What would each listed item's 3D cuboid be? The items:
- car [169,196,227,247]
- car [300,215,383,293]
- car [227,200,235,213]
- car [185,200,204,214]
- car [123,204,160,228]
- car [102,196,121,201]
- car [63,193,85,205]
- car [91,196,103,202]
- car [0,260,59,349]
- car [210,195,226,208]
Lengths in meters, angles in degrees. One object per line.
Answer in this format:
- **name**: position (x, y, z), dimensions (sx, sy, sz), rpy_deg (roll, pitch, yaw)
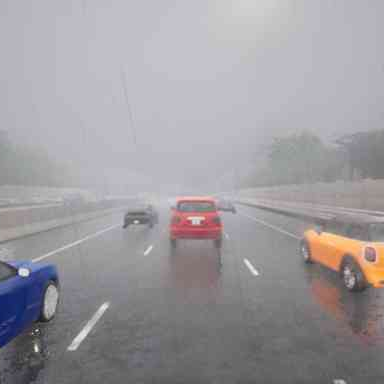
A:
- **car**: position (0.167, 1.263, 15.461), dimensions (2.150, 2.045, 5.566), rpy_deg (0, 0, 0)
- **car**: position (4.584, 1.393, 9.146), dimensions (2.097, 1.767, 4.553), rpy_deg (0, 0, 0)
- **car**: position (3.745, 1.589, 37.996), dimensions (1.994, 1.385, 4.181), rpy_deg (0, 0, 1)
- **car**: position (0.262, 1.585, 37.021), dimensions (1.994, 1.385, 4.181), rpy_deg (0, 0, 0)
- **car**: position (-3.305, 1.541, 22.276), dimensions (1.837, 1.490, 4.892), rpy_deg (0, 0, 0)
- **car**: position (-13.762, 1.566, 59.287), dimensions (2.033, 1.411, 5.357), rpy_deg (0, 0, 1)
- **car**: position (-20.761, 1.221, 58.857), dimensions (2.150, 2.045, 5.566), rpy_deg (0, 0, 1)
- **car**: position (-17.239, 1.518, 61.647), dimensions (2.128, 1.511, 4.902), rpy_deg (0, 0, 1)
- **car**: position (-3.388, 1.486, 4.190), dimensions (1.882, 1.535, 5.008), rpy_deg (0, 0, 0)
- **car**: position (3.726, 1.378, 48.292), dimensions (2.097, 1.767, 4.553), rpy_deg (0, 0, 1)
